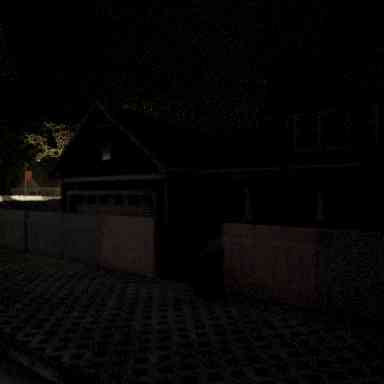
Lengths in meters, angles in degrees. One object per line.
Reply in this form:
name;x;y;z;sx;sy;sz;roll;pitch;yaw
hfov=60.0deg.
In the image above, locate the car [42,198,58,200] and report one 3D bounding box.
car;-22.560;1.691;52.367;2.033;1.411;5.357;0;0;28
